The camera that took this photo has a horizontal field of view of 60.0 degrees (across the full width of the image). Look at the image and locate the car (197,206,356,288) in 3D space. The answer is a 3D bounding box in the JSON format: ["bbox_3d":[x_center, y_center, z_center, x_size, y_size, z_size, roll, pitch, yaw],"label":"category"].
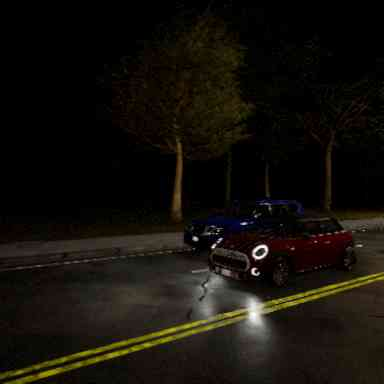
[{"bbox_3d":[2.682,1.435,9.582,4.553,1.767,2.097,1,0,-35],"label":"car"}]

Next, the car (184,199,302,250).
[{"bbox_3d":[2.374,1.326,13.353,5.566,2.045,2.150,1,0,-35],"label":"car"}]
